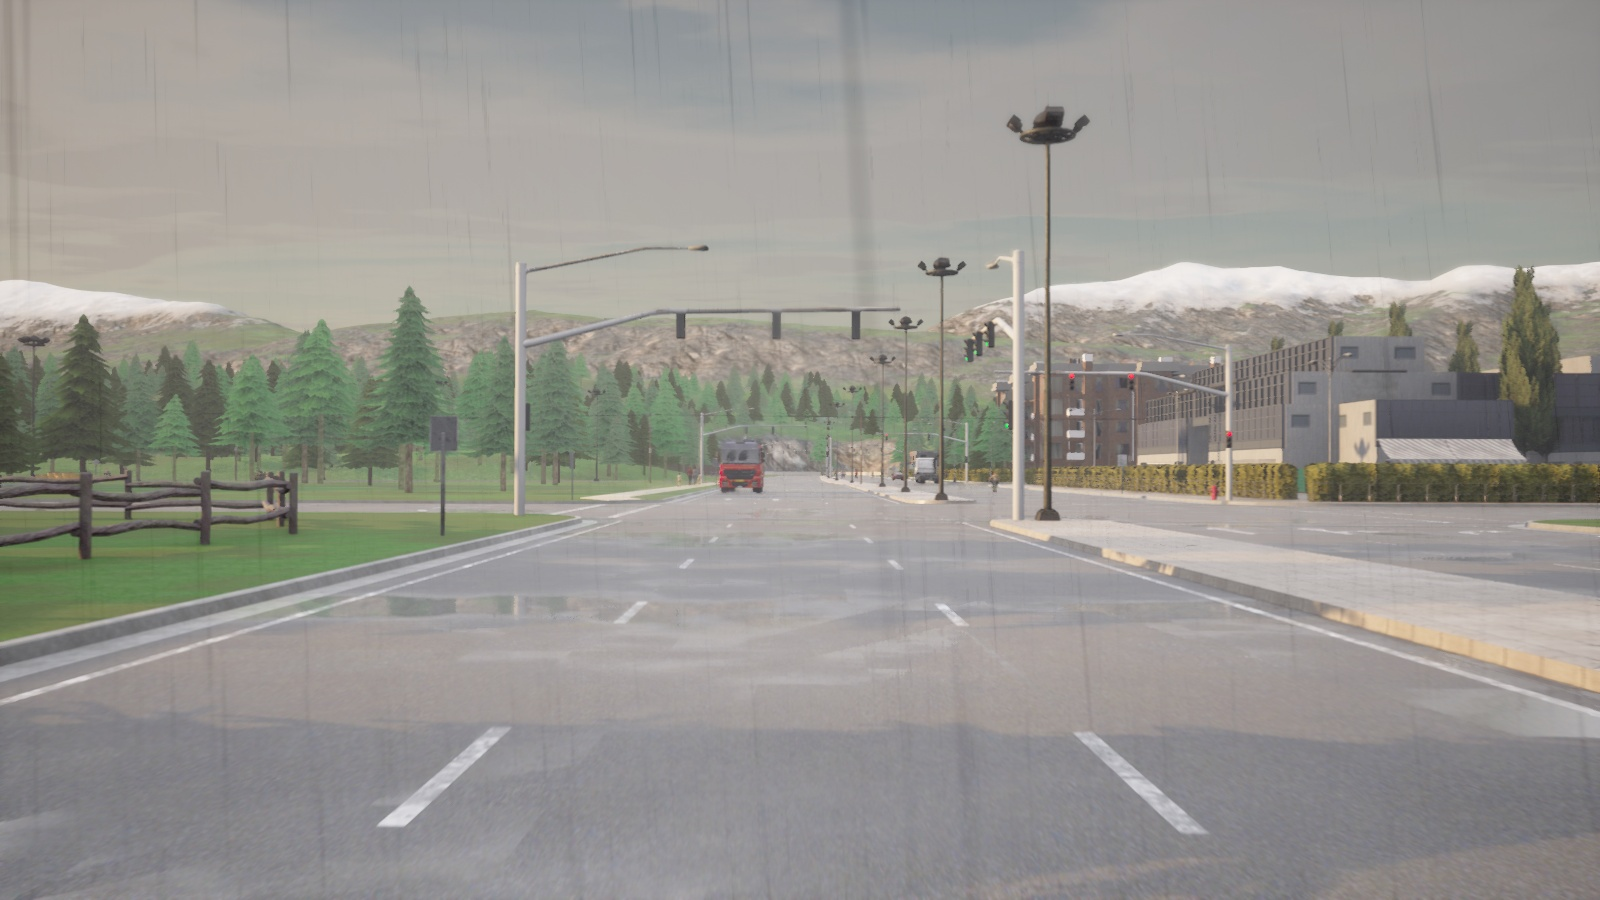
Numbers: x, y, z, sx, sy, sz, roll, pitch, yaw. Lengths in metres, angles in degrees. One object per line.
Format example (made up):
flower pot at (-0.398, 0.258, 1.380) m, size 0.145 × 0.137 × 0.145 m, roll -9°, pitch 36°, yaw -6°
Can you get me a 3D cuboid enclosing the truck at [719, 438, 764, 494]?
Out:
truck at (-4.123, 1.174, 90.068) m, size 2.891 × 3.827 × 8.468 m, roll 0°, pitch -1°, yaw 0°
